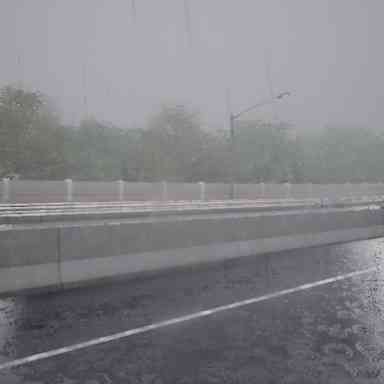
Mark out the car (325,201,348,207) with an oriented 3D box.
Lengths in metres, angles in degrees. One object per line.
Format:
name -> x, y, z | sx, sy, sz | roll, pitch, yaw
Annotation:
car -> 14.784, 1.151, 35.342 | 4.181, 1.385, 1.994 | 0, 0, -34

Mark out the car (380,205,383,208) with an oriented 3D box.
car -> 18.668, 1.359, 29.519 | 4.718, 1.301, 1.895 | 0, 0, -34
